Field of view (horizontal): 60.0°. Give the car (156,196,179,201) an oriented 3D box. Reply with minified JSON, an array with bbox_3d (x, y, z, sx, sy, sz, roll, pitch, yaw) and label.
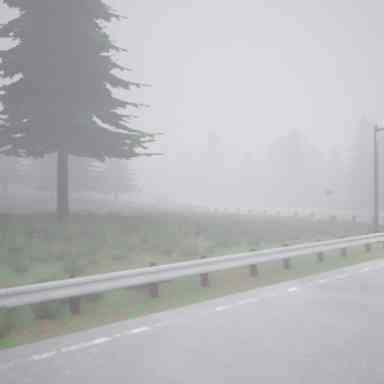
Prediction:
[{"bbox_3d":[-3.786,1.434,51.648,1.882,1.535,5.008,0,0,-35],"label":"car"}]
